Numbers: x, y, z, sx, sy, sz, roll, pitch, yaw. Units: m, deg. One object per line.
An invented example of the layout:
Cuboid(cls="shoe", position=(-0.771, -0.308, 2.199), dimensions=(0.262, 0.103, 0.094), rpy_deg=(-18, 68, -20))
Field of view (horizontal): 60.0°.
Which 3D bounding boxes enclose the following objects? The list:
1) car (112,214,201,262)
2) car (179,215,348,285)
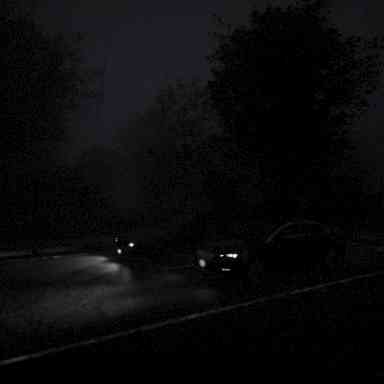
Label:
Cuboid(cls="car", position=(-0.084, 1.539, 12.183), dimensions=(5.357, 1.411, 2.033), rpy_deg=(0, 0, -32))
Cuboid(cls="car", position=(2.358, 1.492, 9.505), dimensions=(4.902, 1.511, 2.128), rpy_deg=(0, 0, -31))
